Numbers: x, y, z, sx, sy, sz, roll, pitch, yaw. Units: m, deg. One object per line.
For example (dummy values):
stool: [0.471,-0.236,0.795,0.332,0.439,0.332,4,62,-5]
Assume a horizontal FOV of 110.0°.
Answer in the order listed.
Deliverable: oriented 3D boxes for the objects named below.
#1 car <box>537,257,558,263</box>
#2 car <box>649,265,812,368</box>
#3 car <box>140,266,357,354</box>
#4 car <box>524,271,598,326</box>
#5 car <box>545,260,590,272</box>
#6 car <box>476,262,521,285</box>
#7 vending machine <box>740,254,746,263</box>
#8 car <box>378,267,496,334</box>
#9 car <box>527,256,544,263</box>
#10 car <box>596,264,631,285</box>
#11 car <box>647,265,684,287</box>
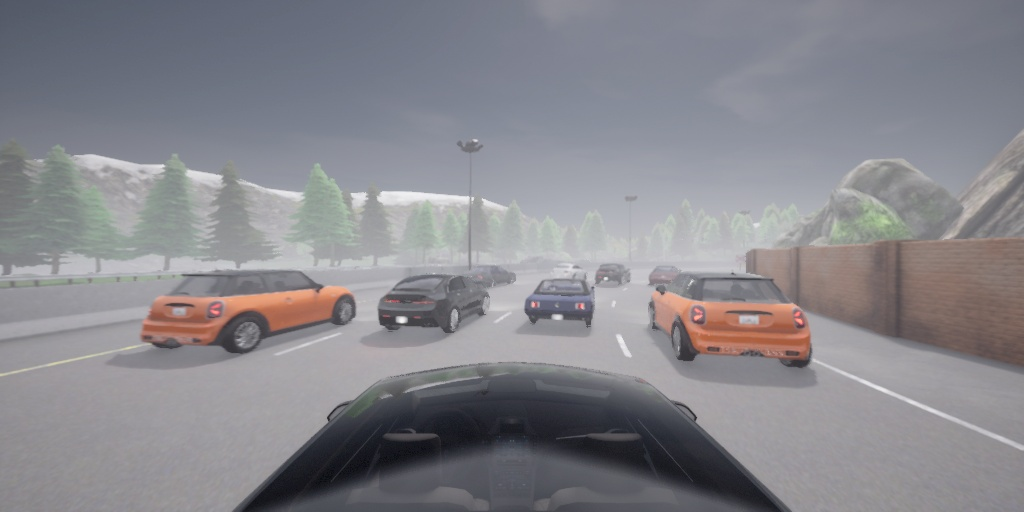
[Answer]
car: [7.133,1.362,59.399,5.357,1.411,2.033,0,0,-41]
car: [4.522,1.120,8.228,2.097,1.767,4.553,0,0,13]
car: [-6.017,1.090,9.027,2.097,1.767,4.553,0,0,12]
car: [1.751,1.364,11.827,1.895,1.301,4.718,0,0,14]
car: [4.503,1.309,28.305,1.812,1.442,4.674,0,0,29]
car: [-1.502,1.310,24.074,2.033,1.411,5.357,0,0,24]
vending machine: [21.433,1.033,32.155,1.100,2.100,0.880,0,0,41]
car: [-2.075,1.256,10.787,1.837,1.490,4.892,0,0,12]
car: [5.364,1.164,62.435,4.553,1.767,2.097,0,0,-41]
car: [7.564,1.296,26.614,1.837,1.490,4.892,0,0,28]
car: [11.118,1.366,25.818,1.994,1.385,4.181,0,0,29]
